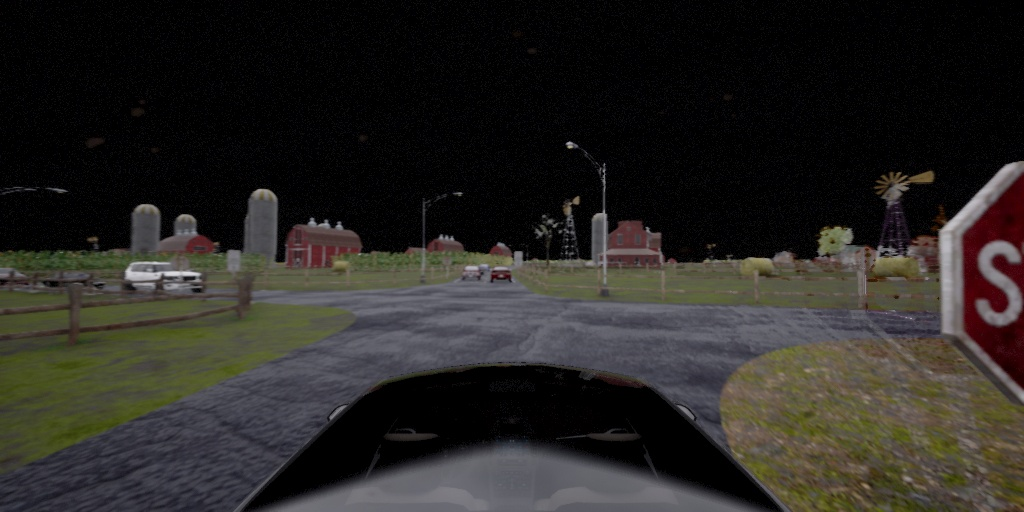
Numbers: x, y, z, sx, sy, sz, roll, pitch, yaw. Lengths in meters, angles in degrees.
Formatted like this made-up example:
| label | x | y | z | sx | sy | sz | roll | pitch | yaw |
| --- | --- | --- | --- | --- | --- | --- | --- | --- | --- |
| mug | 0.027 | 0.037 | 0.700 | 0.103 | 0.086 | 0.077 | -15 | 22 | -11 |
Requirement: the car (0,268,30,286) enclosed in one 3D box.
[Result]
| label | x | y | z | sx | sy | sz | roll | pitch | yaw |
| --- | --- | --- | --- | --- | --- | --- | --- | --- | --- |
| car | -45.671 | 1.860 | 32.161 | 4.553 | 1.767 | 2.097 | -1 | -2 | 22 |

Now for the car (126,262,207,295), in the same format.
| label | x | y | z | sx | sy | sz | roll | pitch | yaw |
| --- | --- | --- | --- | --- | --- | --- | --- | --- | --- |
| car | -22.297 | 1.392 | 23.023 | 5.566 | 2.045 | 2.150 | -1 | -2 | 21 |

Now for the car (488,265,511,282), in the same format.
| label | x | y | z | sx | sy | sz | roll | pitch | yaw |
| --- | --- | --- | --- | --- | --- | --- | --- | --- | --- |
| car | -1.083 | 1.666 | 34.525 | 1.882 | 1.535 | 5.008 | 0 | -1 | -3 |

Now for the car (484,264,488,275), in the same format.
| label | x | y | z | sx | sy | sz | roll | pitch | yaw |
| --- | --- | --- | --- | --- | --- | --- | --- | --- | --- |
| car | -4.635 | 1.976 | 49.283 | 1.895 | 1.301 | 4.718 | 0 | -1 | -1 |

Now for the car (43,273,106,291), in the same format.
| label | x | y | z | sx | sy | sz | roll | pitch | yaw |
| --- | --- | --- | --- | --- | --- | --- | --- | --- | --- |
| car | -33.229 | 1.925 | 27.275 | 4.718 | 1.301 | 1.895 | -1 | -2 | 21 |

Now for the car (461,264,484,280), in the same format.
| label | x | y | z | sx | sy | sz | roll | pitch | yaw |
| --- | --- | --- | --- | --- | --- | --- | --- | --- | --- |
| car | -4.143 | 1.729 | 37.291 | 1.812 | 1.442 | 4.674 | 0 | -1 | -3 |
